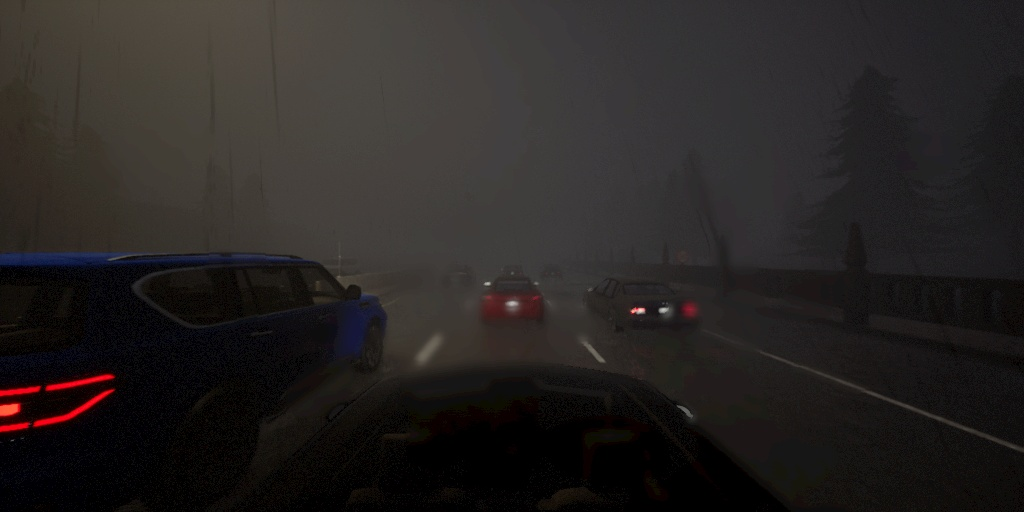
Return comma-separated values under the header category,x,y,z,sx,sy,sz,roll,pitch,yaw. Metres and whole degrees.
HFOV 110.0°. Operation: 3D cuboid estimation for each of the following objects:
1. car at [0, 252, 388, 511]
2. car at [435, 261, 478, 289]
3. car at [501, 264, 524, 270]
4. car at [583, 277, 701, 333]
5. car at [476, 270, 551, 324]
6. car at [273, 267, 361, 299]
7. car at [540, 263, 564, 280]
category,x,y,z,sx,sy,sz,roll,pitch,yaw
car,-3.422,0.989,4.464,2.150,2.045,5.566,0,0,0
car,-3.455,1.335,24.310,2.128,1.511,4.902,0,0,0
car,0.054,1.408,30.628,2.033,1.411,5.357,0,0,0
car,3.546,1.327,10.850,2.033,1.411,5.357,0,0,0
car,0.040,1.354,12.159,1.994,1.385,4.181,0,0,0
car,-10.662,1.385,20.210,2.033,1.411,5.357,0,0,0
car,3.560,1.389,32.863,1.812,1.442,4.674,0,0,0
